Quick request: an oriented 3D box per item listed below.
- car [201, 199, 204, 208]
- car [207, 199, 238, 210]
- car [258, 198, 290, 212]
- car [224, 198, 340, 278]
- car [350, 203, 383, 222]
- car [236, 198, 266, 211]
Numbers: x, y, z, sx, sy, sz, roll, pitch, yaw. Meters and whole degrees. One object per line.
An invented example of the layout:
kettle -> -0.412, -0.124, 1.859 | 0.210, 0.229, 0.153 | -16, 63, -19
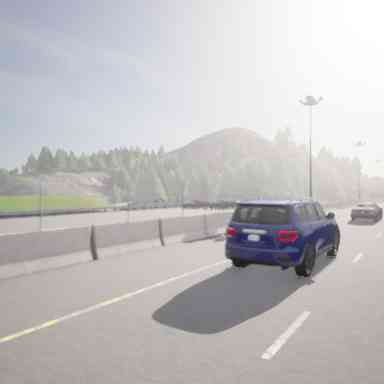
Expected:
car -> 0.505, 1.592, 44.379 | 1.895, 1.301, 4.718 | 0, 0, 34
car -> 4.014, 1.592, 43.312 | 1.895, 1.301, 4.718 | 0, 0, 34
car -> 9.757, 1.484, 39.311 | 2.128, 1.511, 4.902 | 0, 0, 34
car -> 3.079, 1.223, 10.578 | 2.150, 2.045, 5.566 | 0, 0, 35
car -> 13.973, 1.542, 26.529 | 2.033, 1.411, 5.357 | 0, 0, 34
car -> 7.603, 1.497, 42.362 | 1.837, 1.490, 4.892 | 0, 0, 34
